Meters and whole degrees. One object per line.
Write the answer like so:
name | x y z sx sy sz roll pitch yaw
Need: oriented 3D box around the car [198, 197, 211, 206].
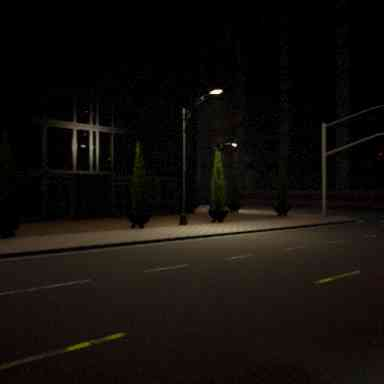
car | 1.716 1.581 56.175 2.033 1.411 5.357 0 0 -36
